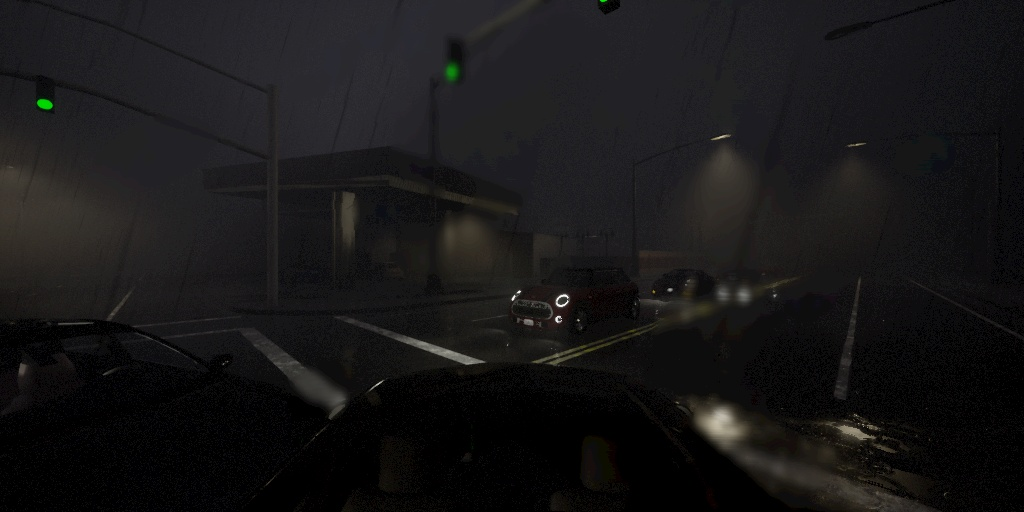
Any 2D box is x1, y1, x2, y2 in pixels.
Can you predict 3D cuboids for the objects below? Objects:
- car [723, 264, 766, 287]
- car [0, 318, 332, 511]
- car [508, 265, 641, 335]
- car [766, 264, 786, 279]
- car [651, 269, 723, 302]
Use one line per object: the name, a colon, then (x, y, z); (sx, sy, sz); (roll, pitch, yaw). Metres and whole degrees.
car: (15.789, 1.314, 24.802); (1.994, 1.385, 4.181); (0, 0, 45)
car: (-3.449, 1.242, 2.391); (4.902, 1.511, 2.128); (0, 0, 14)
car: (1.996, 1.102, 10.748); (2.097, 1.767, 4.553); (0, 0, 45)
car: (23.319, 1.350, 32.446); (1.895, 1.301, 4.718); (0, 0, 45)
car: (8.342, 1.314, 17.221); (1.994, 1.385, 4.181); (0, 0, 44)
